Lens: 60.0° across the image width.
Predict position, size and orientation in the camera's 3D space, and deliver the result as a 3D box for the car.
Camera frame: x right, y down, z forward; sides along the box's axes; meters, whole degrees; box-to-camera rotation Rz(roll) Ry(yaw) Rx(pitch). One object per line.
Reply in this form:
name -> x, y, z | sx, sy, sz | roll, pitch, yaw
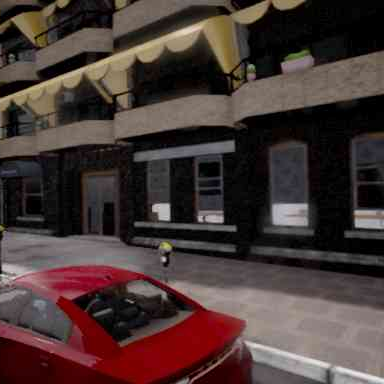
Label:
car -> -1.520, 1.573, 3.974 | 4.507, 1.381, 1.887 | -1, -1, 36
